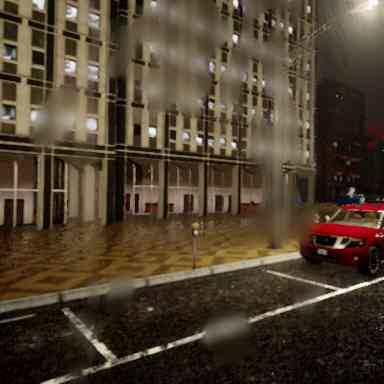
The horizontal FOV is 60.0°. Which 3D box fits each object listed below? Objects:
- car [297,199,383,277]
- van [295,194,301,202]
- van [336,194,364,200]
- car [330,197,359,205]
[{"bbox_3d":[5.620,1.322,10.562,5.009,1.841,2.192,0,1,-36],"label":"car"},{"bbox_3d":[19.935,1.339,66.882,1.690,1.788,3.998,2,-1,-36],"label":"van"},{"bbox_3d":[22.985,1.224,48.272,1.690,1.788,3.998,2,-1,-36],"label":"van"},{"bbox_3d":[26.500,1.610,57.732,1.802,1.307,4.206,2,-1,-36],"label":"car"}]
